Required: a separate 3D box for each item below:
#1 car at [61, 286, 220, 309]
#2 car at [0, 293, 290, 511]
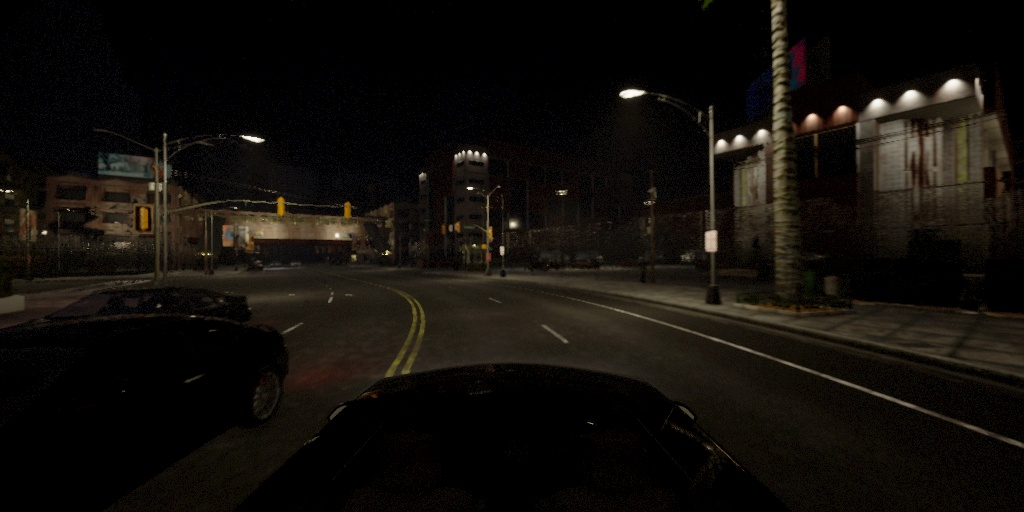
[{"bbox_3d":[-7.725,1.367,7.545,2.033,1.411,5.357,0,0,-11],"label":"car"},{"bbox_3d":[-3.781,1.309,2.995,1.812,1.442,4.674,0,0,-3],"label":"car"}]
